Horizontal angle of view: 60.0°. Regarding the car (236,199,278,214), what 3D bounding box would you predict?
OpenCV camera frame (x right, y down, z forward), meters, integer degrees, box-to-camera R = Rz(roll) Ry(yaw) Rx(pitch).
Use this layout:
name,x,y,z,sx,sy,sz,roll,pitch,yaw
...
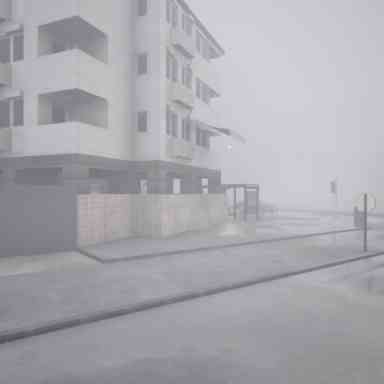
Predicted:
name,x,y,z,sx,sy,sz,roll,pitch,yaw
car,6.717,1.499,34.861,2.128,1.511,4.902,0,0,-36
